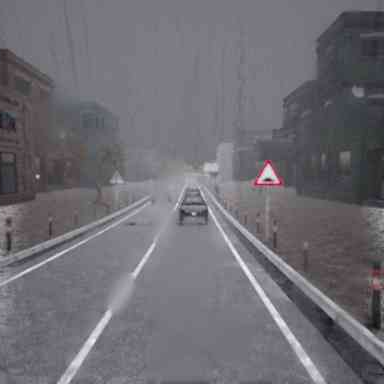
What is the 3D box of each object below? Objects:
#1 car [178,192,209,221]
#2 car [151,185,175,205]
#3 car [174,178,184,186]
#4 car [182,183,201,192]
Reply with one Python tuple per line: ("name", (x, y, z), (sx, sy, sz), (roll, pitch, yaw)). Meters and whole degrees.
("car", (0.094, 1.016, 22.461), (2.128, 1.511, 4.902), (-1, 2, 0))
("car", (-3.097, 0.435, 34.636), (2.128, 1.511, 4.902), (0, 3, 0))
("car", (-3.009, -2.334, 76.728), (2.097, 1.767, 4.553), (0, 3, 0))
("car", (0.096, 0.055, 40.742), (2.128, 1.511, 4.902), (0, 4, 0))
